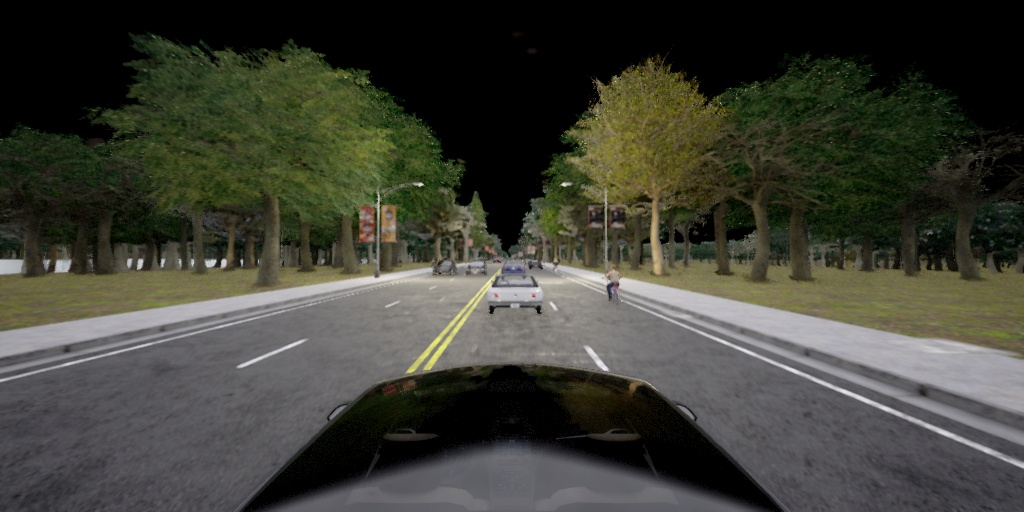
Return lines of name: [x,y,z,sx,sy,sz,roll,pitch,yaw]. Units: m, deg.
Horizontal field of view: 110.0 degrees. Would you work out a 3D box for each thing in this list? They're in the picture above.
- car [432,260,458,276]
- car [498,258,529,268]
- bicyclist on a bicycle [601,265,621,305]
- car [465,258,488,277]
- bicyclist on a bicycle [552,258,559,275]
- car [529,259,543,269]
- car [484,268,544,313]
car: [-6.569,1.182,35.457,1.837,1.490,4.892,0,0,0]
car: [0.121,1.037,32.108,2.097,1.767,4.553,0,0,0]
bicyclist on a bicycle: [4.142,1.157,14.771,0.866,1.612,1.509,0,0,0]
car: [-3.320,1.206,34.642,1.812,1.442,4.674,0,0,0]
bicyclist on a bicycle: [4.165,1.056,34.430,0.659,1.776,1.843,0,0,0]
car: [3.389,1.194,52.746,1.812,1.442,4.674,0,0,0]
car: [0.107,1.321,13.819,1.895,1.301,4.718,0,0,0]
